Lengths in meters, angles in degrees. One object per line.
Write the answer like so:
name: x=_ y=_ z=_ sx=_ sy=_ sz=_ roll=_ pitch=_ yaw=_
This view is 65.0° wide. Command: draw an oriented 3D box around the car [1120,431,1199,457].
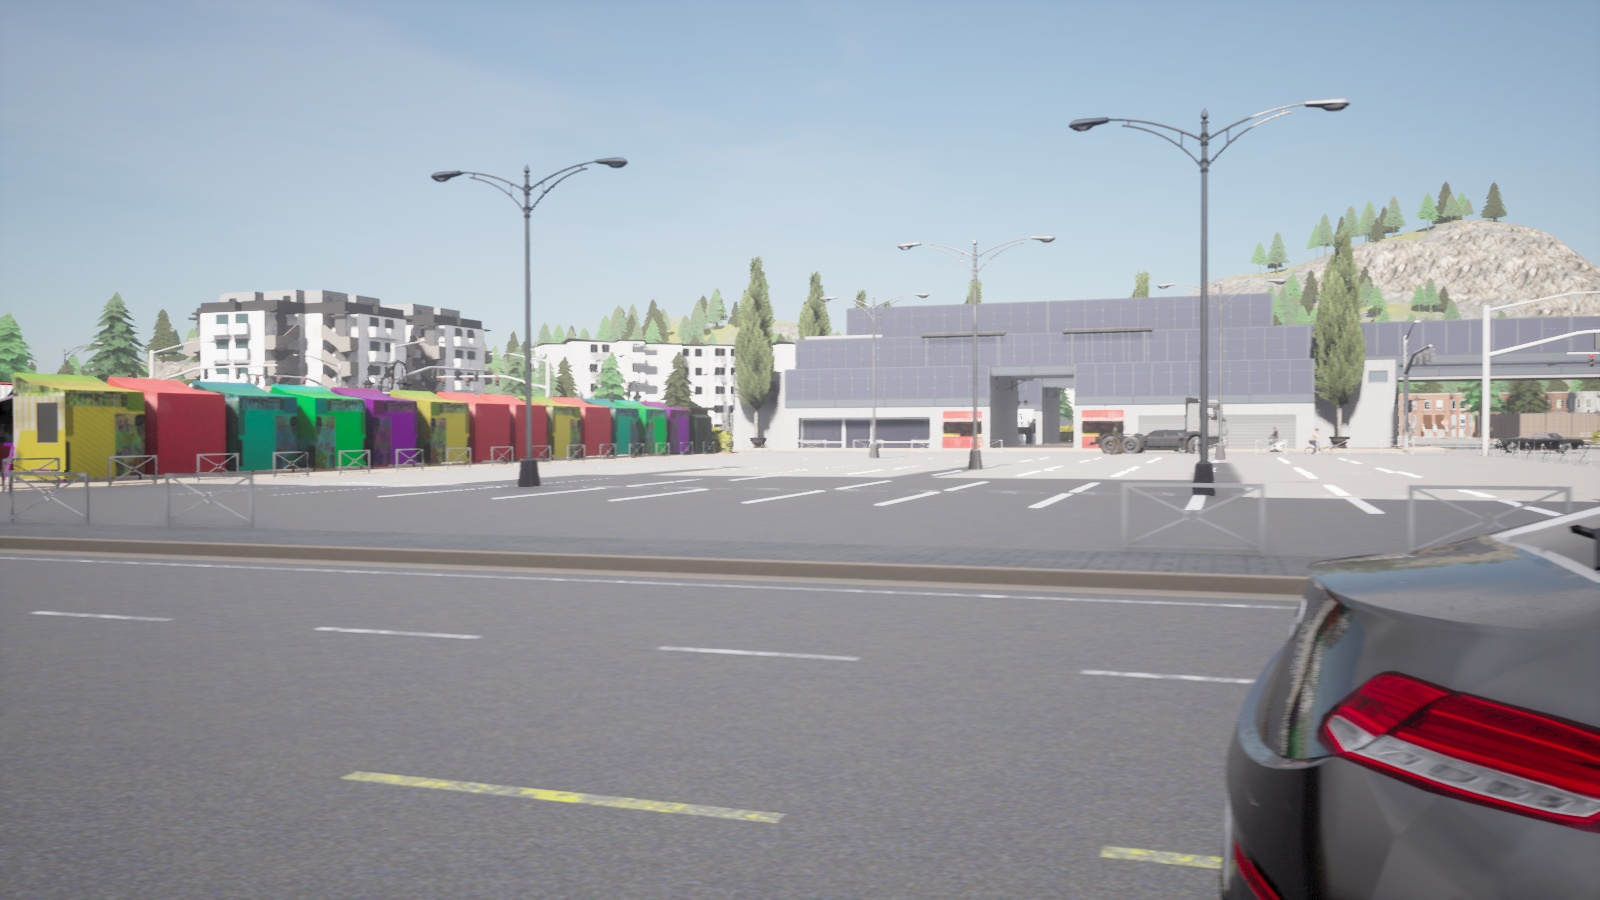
car: x=23.642 y=-0.421 z=82.563 sx=4.856 sy=1.649 sz=2.033 roll=1 pitch=1 yaw=20

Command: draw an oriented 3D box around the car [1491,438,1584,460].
car: x=45.952 y=-0.100 z=78.383 sx=4.718 sy=1.301 sz=1.895 roll=1 pitch=1 yaw=18

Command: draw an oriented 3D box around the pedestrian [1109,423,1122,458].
pedestrian: x=17.635 y=-0.519 z=70.219 sx=0.692 sy=1.930 sz=0.395 roll=0 pitch=1 yaw=8

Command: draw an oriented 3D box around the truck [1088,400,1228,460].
truck: x=21.622 y=-1.233 z=75.832 sx=7.936 sy=3.462 sz=2.891 roll=1 pitch=1 yaw=20

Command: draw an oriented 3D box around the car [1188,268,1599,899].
car: x=3.302 y=0.584 z=2.079 sx=5.027 sy=1.651 sz=2.152 roll=1 pitch=1 yaw=19
